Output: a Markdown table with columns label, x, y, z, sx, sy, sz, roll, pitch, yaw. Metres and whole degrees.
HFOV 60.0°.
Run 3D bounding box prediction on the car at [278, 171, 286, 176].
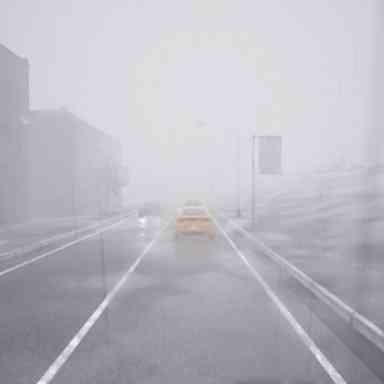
| label | x | y | z | sx | sy | sz | roll | pitch | yaw |
| --- | --- | --- | --- | --- | --- | --- | --- | --- | --- |
| car | 21.859 | -3.967 | 75.246 | 2.231 | 1.521 | 4.892 | 0 | 1 | -1 |

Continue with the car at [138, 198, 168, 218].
| label | x | y | z | sx | sy | sz | roll | pitch | yaw |
| --- | --- | --- | --- | --- | --- | --- | --- | --- | --- |
| car | -3.596 | 1.556 | 30.009 | 1.994 | 1.385 | 4.181 | 0 | 0 | 0 |

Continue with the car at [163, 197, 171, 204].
| label | x | y | z | sx | sy | sz | roll | pitch | yaw |
| --- | --- | --- | --- | --- | --- | --- | --- | --- | --- |
| car | -5.720 | 1.862 | 71.433 | 1.812 | 1.442 | 4.674 | 0 | -1 | -12 |

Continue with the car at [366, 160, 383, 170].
| label | x | y | z | sx | sy | sz | roll | pitch | yaw |
| --- | --- | --- | --- | --- | --- | --- | --- | --- | --- |
| car | 25.041 | -3.362 | 42.136 | 2.231 | 1.521 | 4.892 | 0 | 1 | -9 |

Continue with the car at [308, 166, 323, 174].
| label | x | y | z | sx | sy | sz | roll | pitch | yaw |
| --- | --- | --- | --- | --- | --- | --- | --- | --- | --- |
| car | 22.913 | -3.794 | 58.662 | 2.185 | 1.767 | 4.553 | 0 | 1 | -5 |

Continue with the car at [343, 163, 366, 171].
| label | x | y | z | sx | sy | sz | roll | pitch | yaw |
| --- | --- | --- | --- | --- | --- | --- | --- | --- | --- |
| car | 24.236 | -3.423 | 47.498 | 2.002 | 1.452 | 4.674 | 0 | 1 | -7 |

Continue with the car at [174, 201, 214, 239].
| label | x | y | z | sx | sy | sz | roll | pitch | yaw |
| --- | --- | --- | --- | --- | --- | --- | --- | --- | --- |
| car | 0.099 | 1.473 | 17.474 | 1.882 | 1.535 | 5.008 | 0 | 0 | 0 |

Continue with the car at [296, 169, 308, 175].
| label | x | y | z | sx | sy | sz | roll | pitch | yaw |
| --- | --- | --- | --- | --- | --- | --- | --- | --- | --- |
| car | 22.445 | -3.770 | 64.168 | 2.097 | 1.535 | 5.008 | 0 | 1 | -4 |

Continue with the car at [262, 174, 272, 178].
| label | x | y | z | sx | sy | sz | roll | pitch | yaw |
| --- | --- | --- | --- | --- | --- | --- | --- | --- | --- |
| car | 21.492 | -4.302 | 91.701 | 2.185 | 1.767 | 4.553 | 0 | 1 | -1 |

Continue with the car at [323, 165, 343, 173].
| label | x | y | z | sx | sy | sz | roll | pitch | yaw |
| --- | --- | --- | --- | --- | --- | --- | --- | --- | --- |
| car | 23.533 | -3.534 | 52.971 | 2.163 | 1.488 | 4.792 | 0 | 1 | -6 |

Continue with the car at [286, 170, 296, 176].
| label | x | y | z | sx | sy | sz | roll | pitch | yaw |
| --- | --- | --- | --- | --- | --- | --- | --- | --- | --- |
| car | 22.093 | -3.831 | 69.705 | 2.002 | 1.452 | 4.674 | 0 | 1 | -2 |

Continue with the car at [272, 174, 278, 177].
| label | x | y | z | sx | sy | sz | roll | pitch | yaw |
| --- | --- | --- | --- | --- | --- | --- | --- | --- | --- |
| car | 21.731 | -4.046 | 80.764 | 2.231 | 1.521 | 4.892 | 0 | 1 | -1 |
